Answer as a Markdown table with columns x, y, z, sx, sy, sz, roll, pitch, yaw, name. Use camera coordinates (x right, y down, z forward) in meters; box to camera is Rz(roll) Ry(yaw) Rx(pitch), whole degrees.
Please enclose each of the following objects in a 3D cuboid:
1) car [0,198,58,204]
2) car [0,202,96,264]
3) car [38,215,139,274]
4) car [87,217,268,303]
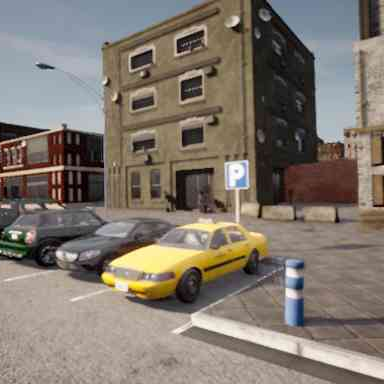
| x | y | z | sx | sy | sz | roll | pitch | yaw | name |
| --- | --- | --- | --- | --- | --- | --- | --- | --- | --- |
| -6.395 | 1.275 | 13.581 | 2.435 | 2.045 | 5.566 | 0 | 0 | 36 | car |
| -4.190 | 1.384 | 11.926 | 2.185 | 1.767 | 4.553 | 0 | 0 | 36 | car |
| -1.928 | 1.538 | 10.350 | 2.002 | 1.452 | 4.674 | 0 | 0 | 36 | car |
| 0.203 | 1.486 | 8.590 | 1.946 | 1.575 | 5.366 | 0 | 0 | 36 | car |
